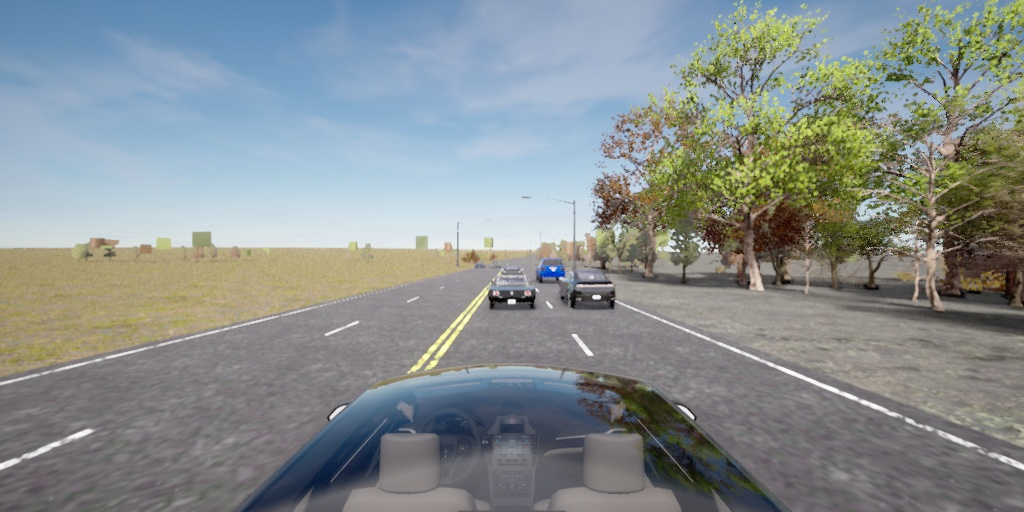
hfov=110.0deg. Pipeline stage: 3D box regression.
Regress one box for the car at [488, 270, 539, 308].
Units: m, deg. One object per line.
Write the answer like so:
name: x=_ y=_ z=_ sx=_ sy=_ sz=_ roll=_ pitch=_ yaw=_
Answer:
car: x=0.000 y=1.479 z=15.937 sx=1.895 sy=1.301 sz=4.718 roll=0 pitch=0 yaw=0

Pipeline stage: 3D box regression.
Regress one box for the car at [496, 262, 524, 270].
car: x=0.001 y=1.504 z=31.127 sx=2.128 sy=1.511 sz=4.902 roll=0 pitch=0 yaw=0

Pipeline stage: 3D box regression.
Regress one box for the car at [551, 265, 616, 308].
car: x=3.243 y=1.366 z=16.123 sx=2.128 sy=1.511 sz=4.902 roll=-1 pitch=0 yaw=0

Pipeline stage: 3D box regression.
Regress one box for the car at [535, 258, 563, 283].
car: x=3.243 y=1.219 z=30.861 sx=2.150 sy=2.045 sz=5.566 roll=0 pitch=-1 yaw=0
